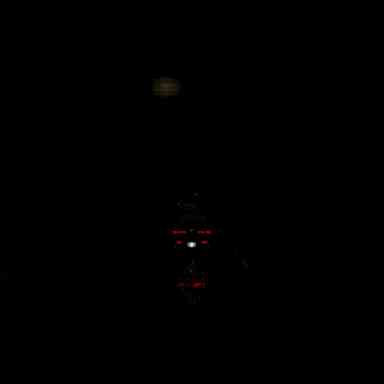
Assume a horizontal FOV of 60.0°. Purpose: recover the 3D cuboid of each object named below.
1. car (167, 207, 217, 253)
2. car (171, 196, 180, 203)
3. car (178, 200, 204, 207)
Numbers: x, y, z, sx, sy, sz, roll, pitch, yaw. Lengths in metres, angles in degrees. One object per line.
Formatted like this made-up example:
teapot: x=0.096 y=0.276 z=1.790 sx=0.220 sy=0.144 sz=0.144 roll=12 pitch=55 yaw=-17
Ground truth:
car: x=-0.002 y=1.622 z=14.307 sx=1.837 sy=1.490 sz=4.892 roll=0 pitch=0 yaw=0
car: x=-3.536 y=1.619 z=71.788 sx=1.882 sy=1.535 sz=5.008 roll=0 pitch=0 yaw=0
car: x=-0.008 y=1.646 z=29.464 sx=1.882 sy=1.535 sz=5.008 roll=0 pitch=0 yaw=0
